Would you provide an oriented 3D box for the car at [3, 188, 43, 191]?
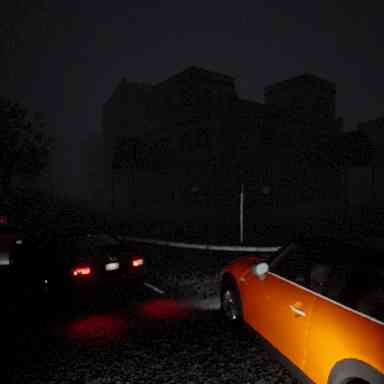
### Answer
[{"bbox_3d":[-24.715,0.716,48.805,4.553,1.767,2.185,0,1,-23],"label":"car"}]

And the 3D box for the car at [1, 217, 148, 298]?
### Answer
[{"bbox_3d":[-3.199,1.543,8.616,2.033,1.411,5.357,0,0,-40],"label":"car"}]

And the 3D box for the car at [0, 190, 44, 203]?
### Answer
[{"bbox_3d":[-23.653,0.906,46.267,4.892,1.521,2.231,0,1,-23],"label":"car"}]

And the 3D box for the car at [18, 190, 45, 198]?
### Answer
[{"bbox_3d":[-32.008,0.395,66.366,4.674,1.452,2.002,0,2,-20],"label":"car"}]

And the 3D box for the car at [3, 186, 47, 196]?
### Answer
[{"bbox_3d":[-26.913,0.462,53.844,5.566,2.045,2.435,0,1,-23],"label":"car"}]

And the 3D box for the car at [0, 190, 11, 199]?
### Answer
[{"bbox_3d":[-35.860,0.449,63.007,2.128,1.511,4.902,0,2,-20],"label":"car"}]

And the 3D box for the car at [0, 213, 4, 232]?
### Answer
[{"bbox_3d":[-12.155,1.576,19.082,1.895,1.301,4.718,0,1,-42],"label":"car"}]

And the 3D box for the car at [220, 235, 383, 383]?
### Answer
[{"bbox_3d":[1.980,1.352,4.408,2.097,1.767,4.553,0,0,-15],"label":"car"}]

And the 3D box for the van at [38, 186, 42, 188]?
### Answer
[{"bbox_3d":[-25.948,0.552,51.272,4.442,1.987,1.878,0,1,-23],"label":"van"}]

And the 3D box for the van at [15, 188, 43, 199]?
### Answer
[{"bbox_3d":[-29.929,0.280,61.311,4.442,1.987,1.878,0,2,-22],"label":"van"}]

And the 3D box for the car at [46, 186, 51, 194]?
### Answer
[{"bbox_3d":[-34.776,0.114,74.071,4.892,1.521,2.231,0,2,-18],"label":"car"}]

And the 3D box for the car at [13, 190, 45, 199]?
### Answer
[{"bbox_3d":[-31.212,0.428,63.748,5.366,1.575,1.946,0,2,-21],"label":"car"}]

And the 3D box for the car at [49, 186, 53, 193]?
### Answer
[{"bbox_3d":[-36.544,-0.030,79.371,4.792,1.488,2.163,0,2,-17],"label":"car"}]

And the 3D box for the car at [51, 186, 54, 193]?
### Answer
[{"bbox_3d":[-38.130,-0.464,84.592,5.566,2.045,2.435,0,1,-16],"label":"car"}]
